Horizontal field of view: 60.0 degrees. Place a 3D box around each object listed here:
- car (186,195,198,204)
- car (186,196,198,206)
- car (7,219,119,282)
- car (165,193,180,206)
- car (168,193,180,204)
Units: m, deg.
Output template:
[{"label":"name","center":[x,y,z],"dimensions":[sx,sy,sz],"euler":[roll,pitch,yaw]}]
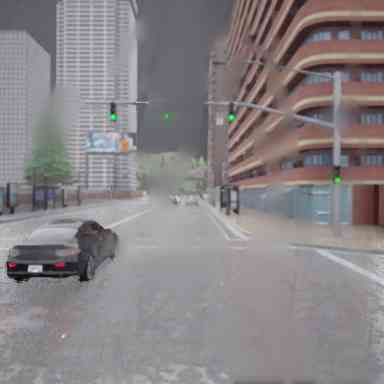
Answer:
[{"label":"car","center":[0.000,1.430,63.900],"dimensions":[2.128,1.511,4.902],"euler":[0,0,0]},{"label":"car","center":[0.000,1.475,54.901],"dimensions":[1.812,1.442,4.674],"euler":[0,0,0]},{"label":"car","center":[-3.401,1.492,9.524],"dimensions":[1.812,1.442,4.674],"euler":[0,0,0]},{"label":"car","center":[-3.400,1.428,54.801],"dimensions":[2.128,1.511,4.902],"euler":[0,0,0]},{"label":"car","center":[-3.502,1.145,64.729],"dimensions":[2.150,2.045,5.566],"euler":[0,0,-2]}]
